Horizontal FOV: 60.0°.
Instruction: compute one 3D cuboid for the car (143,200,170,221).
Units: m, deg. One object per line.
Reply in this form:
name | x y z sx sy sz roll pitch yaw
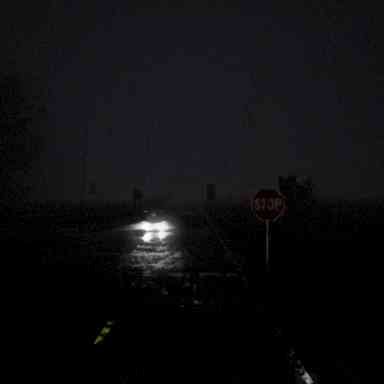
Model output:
car | -2.821 1.437 26.948 2.128 1.511 4.902 0 0 0
